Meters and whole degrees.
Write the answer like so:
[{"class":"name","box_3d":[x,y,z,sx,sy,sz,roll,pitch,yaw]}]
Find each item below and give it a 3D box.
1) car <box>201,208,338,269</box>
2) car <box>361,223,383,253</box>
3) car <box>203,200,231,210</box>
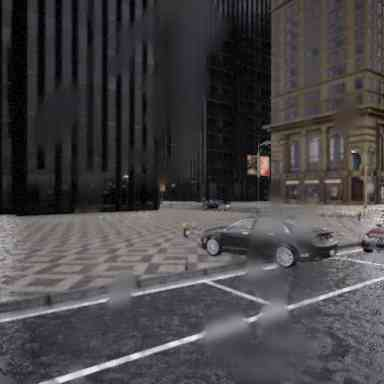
[{"class":"car","box_3d":[2.174,1.380,10.330,2.008,1.369,4.403,-1,0,-45]},{"class":"car","box_3d":[8.006,1.563,12.356,4.206,1.307,1.802,0,0,-35]},{"class":"car","box_3d":[3.488,1.849,46.879,2.128,1.511,4.902,0,-1,-35]}]
